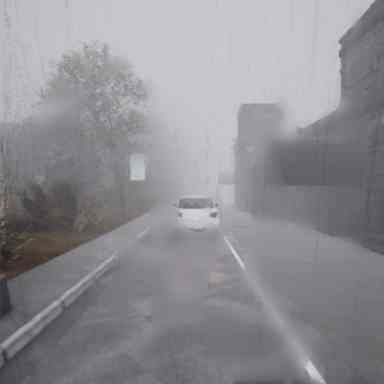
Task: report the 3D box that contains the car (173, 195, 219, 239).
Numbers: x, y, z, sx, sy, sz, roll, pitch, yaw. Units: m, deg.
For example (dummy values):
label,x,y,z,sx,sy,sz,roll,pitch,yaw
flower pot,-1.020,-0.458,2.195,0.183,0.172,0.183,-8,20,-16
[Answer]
label,x,y,z,sx,sy,sz,roll,pitch,yaw
car,0.214,1.182,17.405,2.150,2.045,5.566,0,0,1

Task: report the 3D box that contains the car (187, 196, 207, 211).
label,x,y,z,sx,sy,sz,roll,pitch,yaw
car,0.581,1.201,36.166,2.033,1.411,5.357,0,1,2
